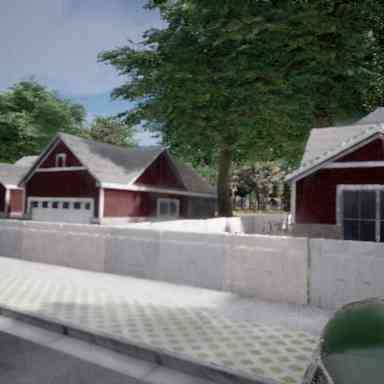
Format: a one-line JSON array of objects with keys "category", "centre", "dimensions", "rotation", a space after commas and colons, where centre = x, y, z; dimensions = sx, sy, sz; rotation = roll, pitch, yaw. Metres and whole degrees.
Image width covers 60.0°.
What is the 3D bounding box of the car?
[{"category": "car", "centre": [3.388, 1.324, 1.539], "dimensions": [5.566, 2.045, 2.150], "rotation": [0, 2, 30]}]
